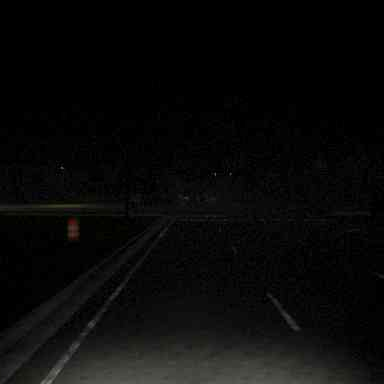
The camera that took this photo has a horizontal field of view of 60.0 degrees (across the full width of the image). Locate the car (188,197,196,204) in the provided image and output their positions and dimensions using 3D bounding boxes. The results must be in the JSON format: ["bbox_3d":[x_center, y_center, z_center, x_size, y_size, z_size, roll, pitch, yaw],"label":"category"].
[{"bbox_3d":[0.060,2.250,81.859,1.882,1.535,5.008,0,-1,0],"label":"car"}]
